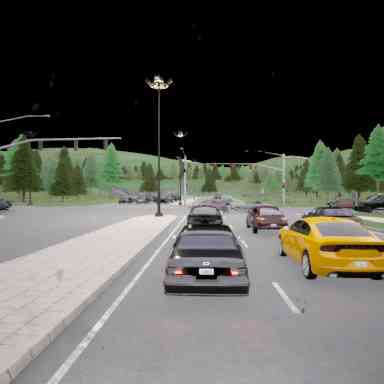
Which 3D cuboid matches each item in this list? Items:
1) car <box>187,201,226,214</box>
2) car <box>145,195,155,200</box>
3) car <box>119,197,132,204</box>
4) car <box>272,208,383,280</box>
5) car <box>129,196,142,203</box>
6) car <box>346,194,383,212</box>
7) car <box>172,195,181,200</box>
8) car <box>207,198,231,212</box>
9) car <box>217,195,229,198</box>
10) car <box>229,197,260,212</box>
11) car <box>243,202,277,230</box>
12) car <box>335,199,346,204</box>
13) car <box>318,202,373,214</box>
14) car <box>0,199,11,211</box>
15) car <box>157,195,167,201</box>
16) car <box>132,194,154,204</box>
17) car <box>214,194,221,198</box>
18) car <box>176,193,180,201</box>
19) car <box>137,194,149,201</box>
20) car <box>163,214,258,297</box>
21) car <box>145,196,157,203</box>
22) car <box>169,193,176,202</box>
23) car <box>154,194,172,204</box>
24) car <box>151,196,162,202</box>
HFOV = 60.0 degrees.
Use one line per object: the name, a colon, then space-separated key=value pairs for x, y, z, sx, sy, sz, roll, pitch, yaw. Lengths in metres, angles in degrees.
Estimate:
car: x=0.726 y=1.478 z=18.598 sx=1.882 sy=1.535 sz=5.008 roll=0 pitch=0 yaw=3
car: x=-11.452 y=1.539 z=91.134 sx=2.033 sy=1.411 sz=5.357 roll=0 pitch=0 yaw=2
car: x=-12.591 y=1.564 z=63.423 sx=1.994 sy=1.385 sz=4.181 roll=0 pitch=0 yaw=3
car: x=3.932 y=1.478 z=9.985 sx=1.882 sy=1.535 sz=5.008 roll=0 pitch=0 yaw=3
car: x=-12.209 y=1.524 z=72.043 sx=1.812 sy=1.442 sz=4.674 roll=0 pitch=0 yaw=2
car: x=19.779 y=1.223 z=34.970 sx=5.566 sy=2.045 sz=2.150 roll=0 pitch=0 yaw=3
car: x=-4.360 y=1.533 z=93.021 sx=2.033 sy=1.411 sz=5.357 roll=0 pitch=0 yaw=2
car: x=1.681 y=1.564 z=35.182 sx=4.181 sy=1.385 sz=1.994 roll=0 pitch=0 yaw=-1
car: x=5.737 y=1.564 z=54.641 sx=1.994 sy=1.385 sz=4.181 roll=0 pitch=0 yaw=1
car: x=6.774 y=1.601 z=38.972 sx=4.718 sy=1.301 sz=1.895 roll=0 pitch=0 yaw=1
car: x=4.260 y=1.526 z=19.204 sx=1.812 sy=1.442 sz=4.674 roll=0 pitch=0 yaw=3
car: x=19.264 y=1.564 z=42.031 sx=4.181 sy=1.385 sz=1.994 roll=0 pitch=0 yaw=4
car: x=7.745 y=1.547 z=18.821 sx=2.033 sy=1.411 sz=5.357 roll=0 pitch=0 yaw=3
car: x=-22.751 y=1.547 z=35.318 sx=5.357 sy=1.411 sz=2.033 roll=0 pitch=0 yaw=3
car: x=-8.020 y=1.524 z=89.371 sx=2.128 sy=1.511 sz=4.902 roll=0 pitch=0 yaw=2
car: x=-9.152 y=1.491 z=62.282 sx=2.128 sy=1.511 sz=4.902 roll=0 pitch=0 yaw=3
car: x=6.975 y=1.355 z=88.957 sx=2.097 sy=1.767 sz=4.553 roll=0 pitch=0 yaw=2
car: x=-4.786 y=1.225 z=82.619 sx=2.150 sy=2.045 sz=5.566 roll=0 pitch=0 yaw=2
car: x=-11.860 y=1.355 z=80.900 sx=2.097 sy=1.767 sz=4.553 roll=0 pitch=0 yaw=2
car: x=0.378 y=1.547 z=8.777 sx=2.033 sy=1.411 sz=5.357 roll=0 pitch=0 yaw=2
car: x=-8.742 y=1.552 z=71.133 sx=1.994 sy=1.385 sz=4.181 roll=0 pitch=0 yaw=2
car: x=-5.193 y=1.355 z=72.326 sx=2.097 sy=1.767 sz=4.553 roll=0 pitch=0 yaw=2
car: x=-5.593 y=1.601 z=63.392 sx=1.895 sy=1.301 sz=4.718 roll=0 pitch=0 yaw=3
car: x=-8.422 y=1.552 z=79.245 sx=1.994 sy=1.385 sz=4.181 roll=0 pitch=0 yaw=2
